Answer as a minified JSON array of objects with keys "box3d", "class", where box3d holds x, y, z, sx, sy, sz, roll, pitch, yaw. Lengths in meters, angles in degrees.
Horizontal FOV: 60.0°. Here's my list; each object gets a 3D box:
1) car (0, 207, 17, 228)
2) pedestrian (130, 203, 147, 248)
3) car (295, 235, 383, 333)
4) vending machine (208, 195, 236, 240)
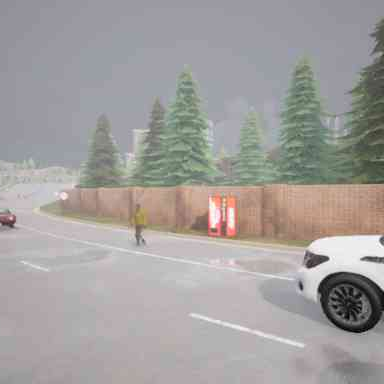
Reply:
[{"box3d":[-12.685,1.599,21.118,1.895,1.301,4.718,0,0,-40],"class":"car"},{"box3d":[-2.133,1.293,13.418,0.375,1.860,0.375,0,0,42],"class":"pedestrian"},{"box3d":[4.538,1.222,5.128,5.566,2.045,2.150,0,0,35],"class":"car"},{"box3d":[1.475,1.195,16.327,0.880,2.100,1.100,0,0,42],"class":"vending machine"}]
